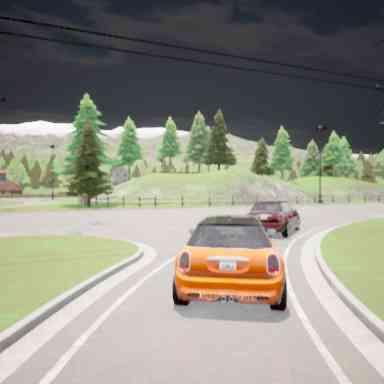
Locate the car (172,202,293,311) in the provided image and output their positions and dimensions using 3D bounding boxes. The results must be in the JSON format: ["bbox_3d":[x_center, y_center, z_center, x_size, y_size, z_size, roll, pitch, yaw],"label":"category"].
[{"bbox_3d":[0.945,1.302,7.941,2.097,1.767,4.553,0,0,9],"label":"car"}]

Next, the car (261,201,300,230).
[{"bbox_3d":[4.375,1.241,17.673,2.097,1.767,4.553,0,0,27],"label":"car"}]
